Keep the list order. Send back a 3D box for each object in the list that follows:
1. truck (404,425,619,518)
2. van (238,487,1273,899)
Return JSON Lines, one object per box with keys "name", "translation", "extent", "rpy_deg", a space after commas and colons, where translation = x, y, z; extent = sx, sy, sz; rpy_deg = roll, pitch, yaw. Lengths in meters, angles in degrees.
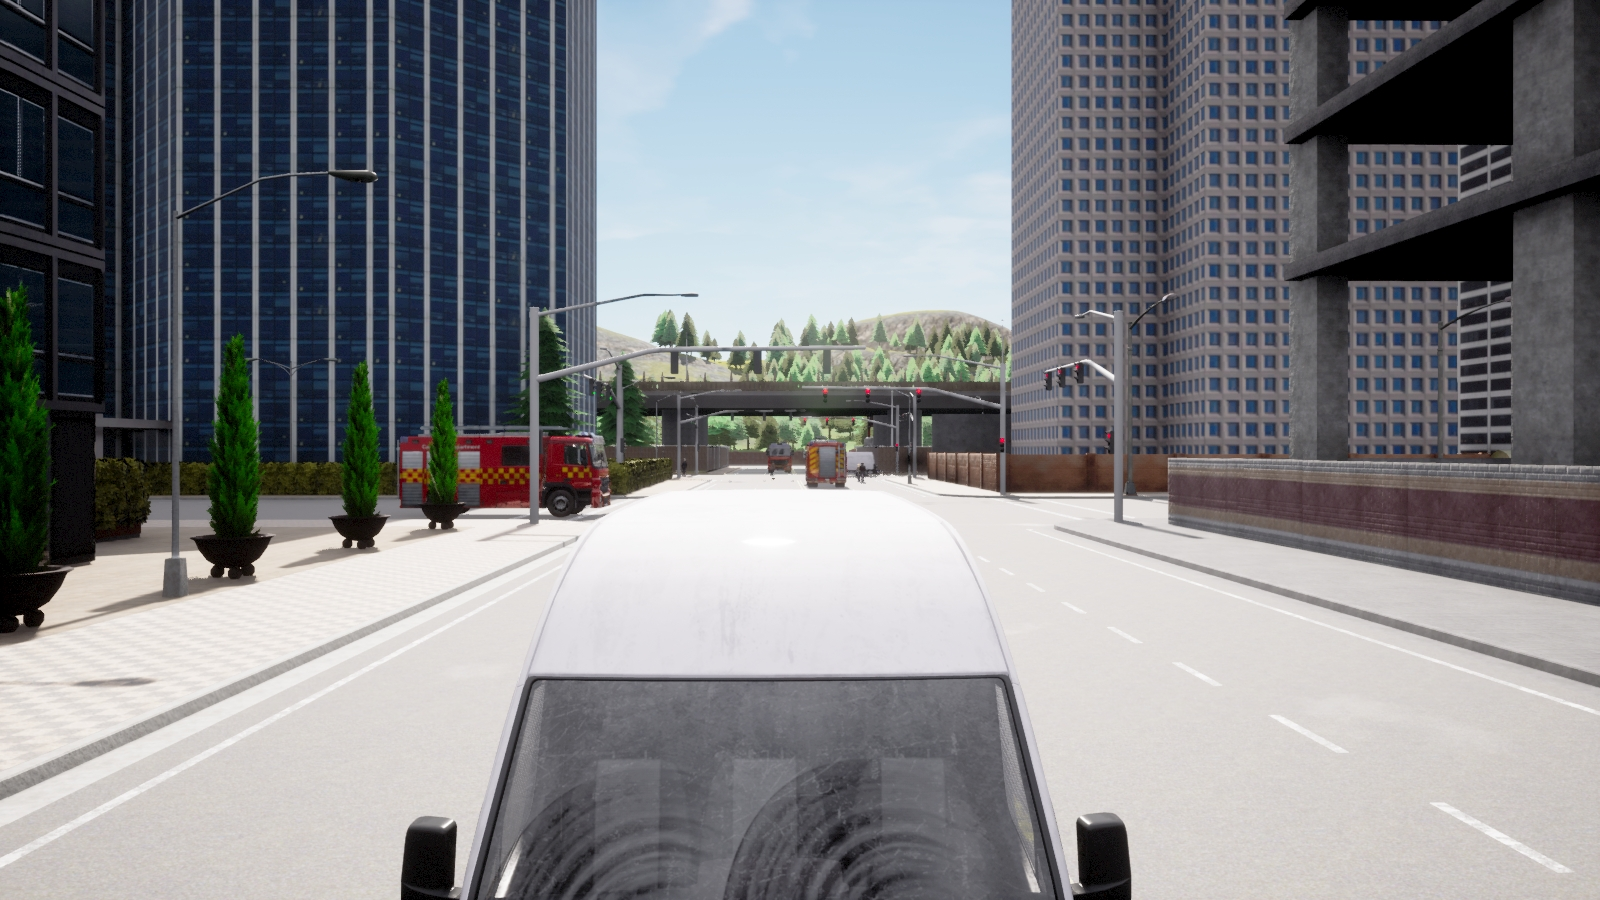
{"name": "truck", "translation": [-12.239, 0.890, 48.946], "extent": [8.468, 3.827, 2.891], "rpy_deg": [0, 0, 0]}
{"name": "van", "translation": [-0.128, 1.535, 5.152], "extent": [1.988, 2.561, 5.915], "rpy_deg": [0, 0, -1]}
